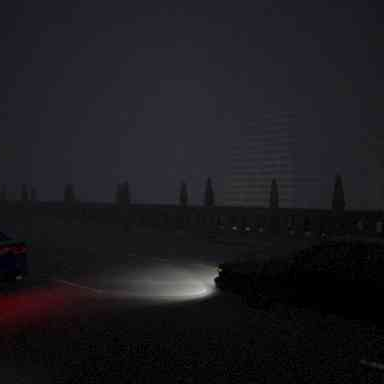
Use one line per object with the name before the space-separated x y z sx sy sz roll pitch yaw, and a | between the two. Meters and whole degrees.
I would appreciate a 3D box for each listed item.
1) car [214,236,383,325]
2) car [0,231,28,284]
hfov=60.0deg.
car | 3.077 1.547 6.094 5.357 1.411 2.033 0 0 36
car | -6.133 1.475 8.363 5.008 1.535 1.882 0 0 35
